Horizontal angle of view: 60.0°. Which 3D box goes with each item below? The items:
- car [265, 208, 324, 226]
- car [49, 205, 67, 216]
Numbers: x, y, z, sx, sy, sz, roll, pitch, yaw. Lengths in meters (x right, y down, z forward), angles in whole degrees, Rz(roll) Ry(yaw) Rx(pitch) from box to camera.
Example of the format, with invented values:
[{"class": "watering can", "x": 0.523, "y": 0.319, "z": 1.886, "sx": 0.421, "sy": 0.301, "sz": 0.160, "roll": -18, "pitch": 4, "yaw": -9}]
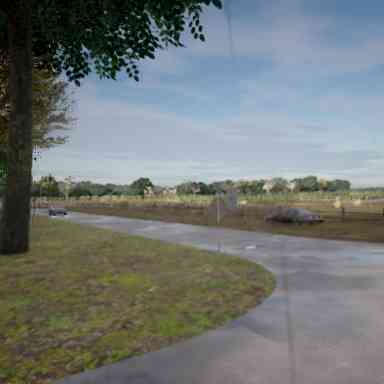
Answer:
[{"class": "car", "x": 8.667, "y": 2.087, "z": 28.579, "sx": 2.033, "sy": 1.411, "sz": 5.357, "roll": 1, "pitch": -2, "yaw": -29}, {"class": "car", "x": -19.749, "y": 2.694, "z": 48.881, "sx": 1.837, "sy": 1.490, "sz": 4.892, "roll": -1, "pitch": -1, "yaw": -34}]
